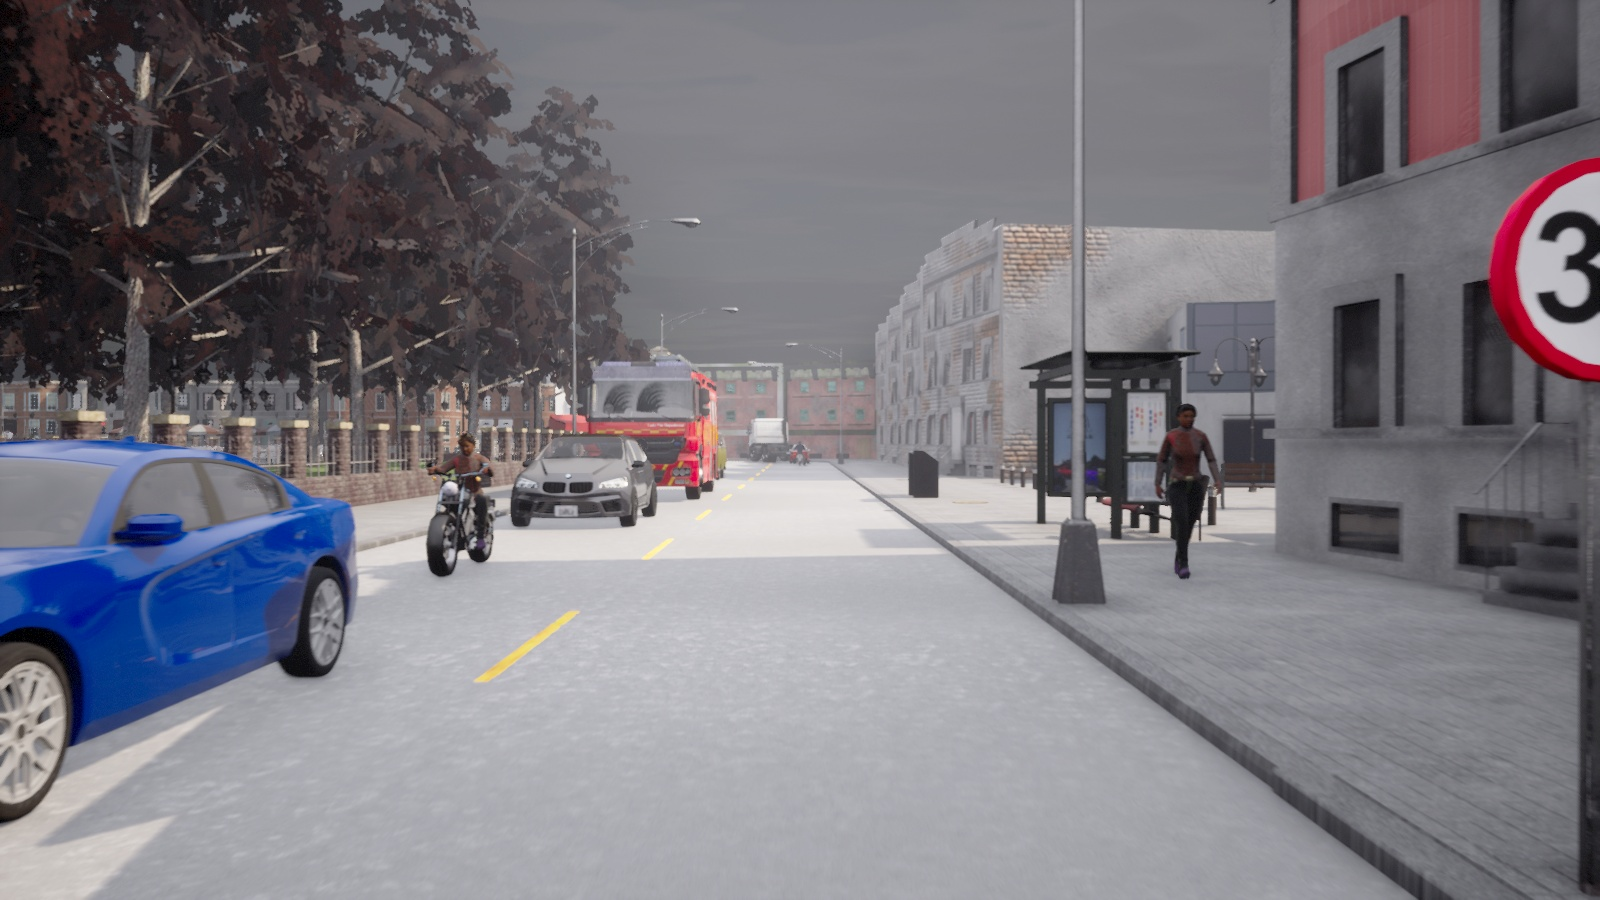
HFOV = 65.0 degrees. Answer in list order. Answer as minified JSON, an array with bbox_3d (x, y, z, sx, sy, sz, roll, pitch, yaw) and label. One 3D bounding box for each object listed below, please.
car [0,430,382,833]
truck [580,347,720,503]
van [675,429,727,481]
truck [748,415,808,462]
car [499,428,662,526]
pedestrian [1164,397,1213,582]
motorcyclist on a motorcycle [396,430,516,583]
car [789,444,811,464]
[{"bbox_3d":[-3.967,0.681,6.511,1.882,1.535,5.008,0,0,1],"label":"car"},{"bbox_3d":[-3.963,-0.639,35.114,2.891,3.827,8.468,0,0,0],"label":"truck"},{"bbox_3d":[-3.961,0.181,50.896,1.775,1.987,4.442,0,0,0],"label":"van"},{"bbox_3d":[-1.778,-0.838,96.172,2.891,3.462,7.936,0,0,-14],"label":"truck"},{"bbox_3d":[-3.969,0.441,23.602,2.242,1.667,4.611,0,0,0],"label":"car"},{"bbox_3d":[3.907,0.380,12.660,0.328,1.805,0.869,0,0,8],"label":"pedestrian"},{"bbox_3d":[-3.977,0.602,14.732,0.766,1.649,2.350,0,1,0],"label":"motorcyclist on a motorcycle"},{"bbox_3d":[0.012,0.257,87.750,1.481,1.376,2.207,0,1,0],"label":"car"}]
